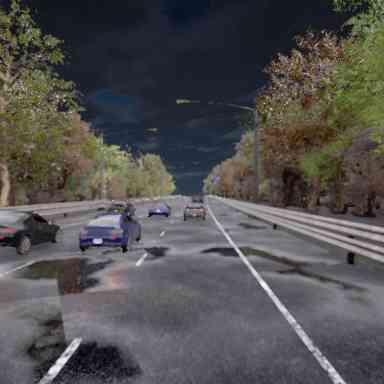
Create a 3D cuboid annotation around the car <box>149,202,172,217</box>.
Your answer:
[{"bbox_3d":[-3.073,1.704,32.794,1.994,1.385,4.181,0,0,1],"label":"car"}]

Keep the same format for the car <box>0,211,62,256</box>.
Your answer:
[{"bbox_3d":[-6.848,1.514,13.358,1.812,1.442,4.674,5,-3,1],"label":"car"}]

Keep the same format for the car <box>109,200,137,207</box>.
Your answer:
[{"bbox_3d":[-6.490,1.538,31.449,1.837,1.490,4.892,8,-2,2],"label":"car"}]

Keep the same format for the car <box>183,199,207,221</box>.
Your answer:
[{"bbox_3d":[0.265,1.642,28.966,2.128,1.511,4.902,0,0,1],"label":"car"}]

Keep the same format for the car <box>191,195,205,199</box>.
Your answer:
[{"bbox_3d":[0.977,1.564,57.761,2.150,2.045,5.566,0,-2,2],"label":"car"}]

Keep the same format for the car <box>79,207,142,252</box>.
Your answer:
[{"bbox_3d":[-3.330,1.586,14.120,1.812,1.442,4.674,0,0,0],"label":"car"}]
